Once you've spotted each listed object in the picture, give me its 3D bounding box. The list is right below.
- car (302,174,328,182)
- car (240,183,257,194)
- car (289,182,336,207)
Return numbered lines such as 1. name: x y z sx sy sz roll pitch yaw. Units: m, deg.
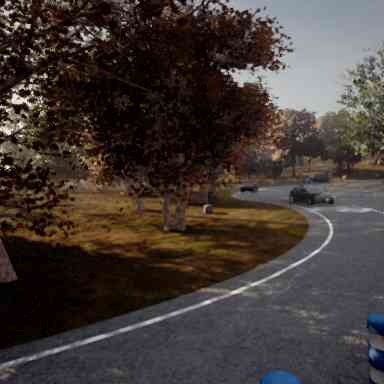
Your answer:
1. car: 21.993 -2.409 59.707 4.553 1.767 2.097 -4 3 -15
2. car: 7.779 -0.505 45.686 1.895 1.301 4.718 -3 3 17
3. car: 9.269 0.226 26.002 1.837 1.490 4.892 -3 3 -8
